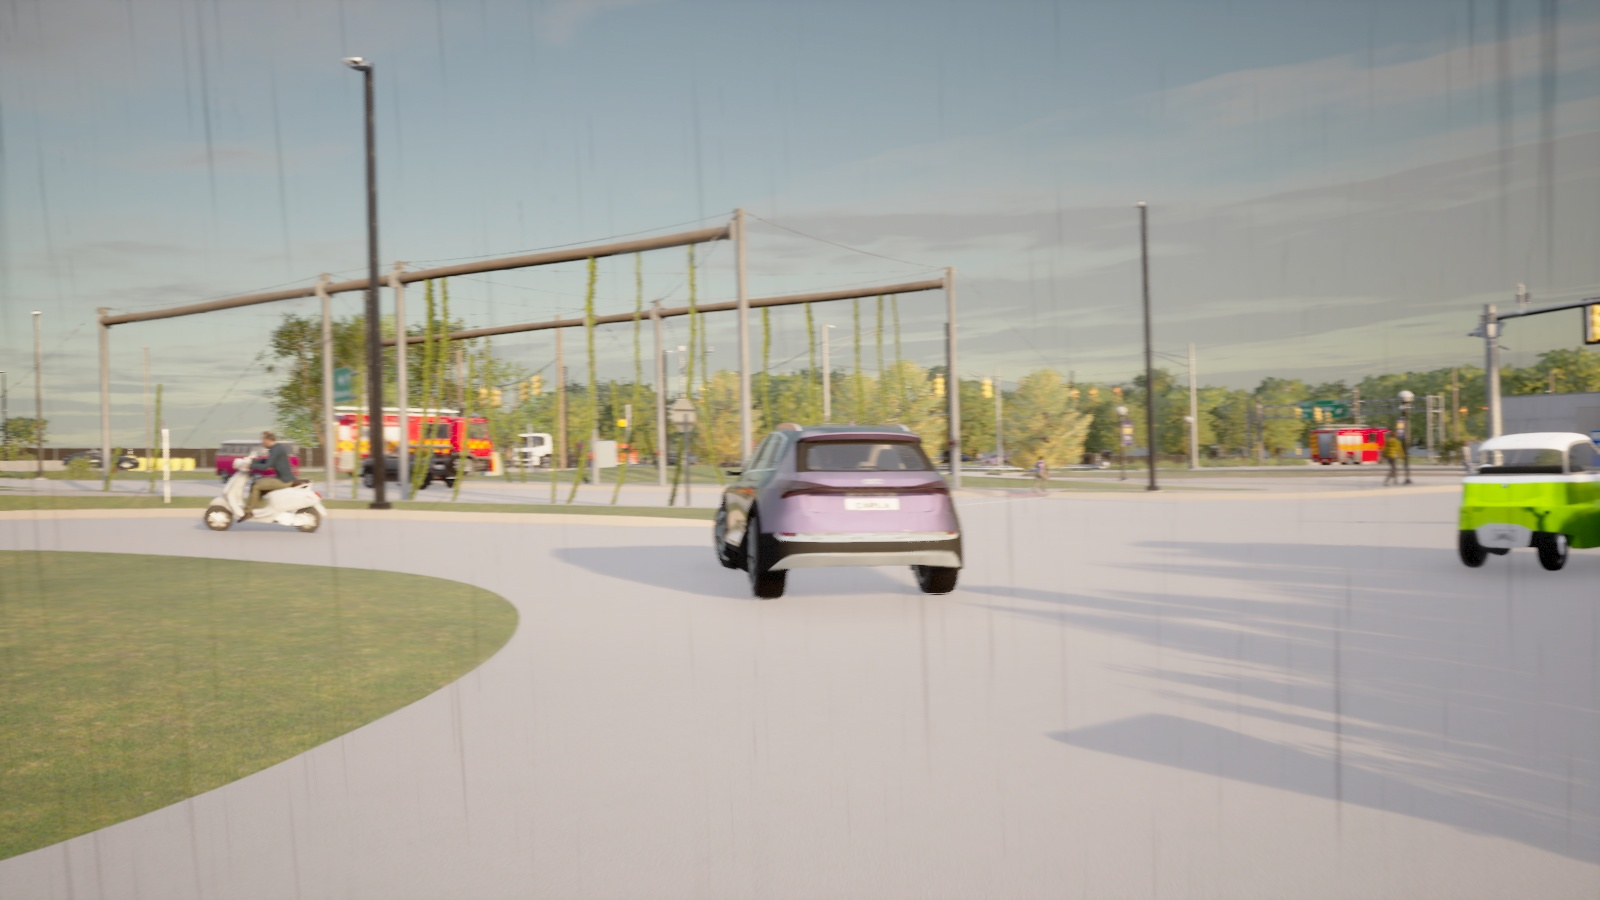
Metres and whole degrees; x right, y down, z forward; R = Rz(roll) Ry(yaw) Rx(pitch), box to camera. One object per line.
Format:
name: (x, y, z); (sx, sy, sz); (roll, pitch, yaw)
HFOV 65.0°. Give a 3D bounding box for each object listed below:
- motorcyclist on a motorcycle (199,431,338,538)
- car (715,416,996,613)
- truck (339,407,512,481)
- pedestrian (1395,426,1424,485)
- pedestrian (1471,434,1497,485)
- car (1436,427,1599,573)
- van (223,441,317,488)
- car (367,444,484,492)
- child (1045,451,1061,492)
motorcyclist on a motorcycle: (-8.294, 0.530, 19.659); (1.817, 1.590, 0.866); (1, 2, -8)
car: (0.325, 0.536, 13.064); (2.033, 1.649, 4.856); (0, 0, -8)
truck: (-20.150, -0.254, 67.876); (8.468, 3.827, 2.891); (0, -2, -33)
pedestrian: (19.221, 0.162, 39.621); (0.726, 1.835, 0.370); (-2, 0, -24)
pedestrian: (24.875, 0.362, 45.653); (0.706, 1.836, 0.354); (-2, 0, 39)
car: (7.898, 0.465, 13.163); (2.207, 1.376, 1.481); (-2, 0, -43)
van: (-23.729, 0.619, 56.186); (4.442, 1.987, 1.775); (0, 1, 35)
car: (-15.161, 0.696, 50.743); (4.605, 1.855, 1.932); (0, 1, 31)
child: (8.023, 0.683, 39.856); (0.270, 1.263, 0.437); (-2, 0, 42)
